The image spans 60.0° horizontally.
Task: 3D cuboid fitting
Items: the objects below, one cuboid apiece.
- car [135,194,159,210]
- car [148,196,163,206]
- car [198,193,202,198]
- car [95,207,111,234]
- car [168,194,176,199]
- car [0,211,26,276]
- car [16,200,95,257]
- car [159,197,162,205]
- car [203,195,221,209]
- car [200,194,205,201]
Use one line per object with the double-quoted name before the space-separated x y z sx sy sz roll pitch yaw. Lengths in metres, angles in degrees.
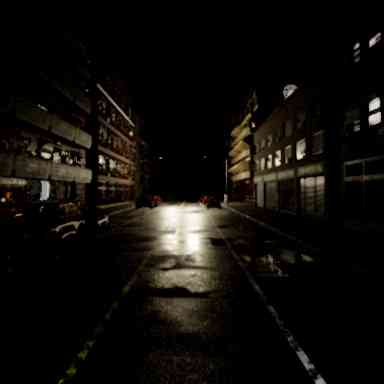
"car" -5.689 1.149 41.059 2.192 1.841 5.009 0 0 0
"car" -5.691 1.331 52.333 1.887 1.381 4.507 0 0 0
"car" 2.688 1.240 74.873 2.008 1.369 4.403 0 0 0
"car" -5.690 1.509 18.515 1.802 1.307 4.206 0 0 0
"car" -5.694 1.169 91.785 2.008 1.369 4.403 0 0 0
"car" -5.688 1.412 7.241 1.967 1.590 4.097 0 0 0
"car" -5.688 1.264 12.877 2.192 1.841 5.009 0 0 0
"car" -5.691 1.250 46.695 1.967 1.590 4.097 0 0 0
"car" 2.690 1.357 41.226 1.752 1.417 4.829 0 0 0
"car" 2.689 1.330 52.329 1.887 1.381 4.507 0 0 0
